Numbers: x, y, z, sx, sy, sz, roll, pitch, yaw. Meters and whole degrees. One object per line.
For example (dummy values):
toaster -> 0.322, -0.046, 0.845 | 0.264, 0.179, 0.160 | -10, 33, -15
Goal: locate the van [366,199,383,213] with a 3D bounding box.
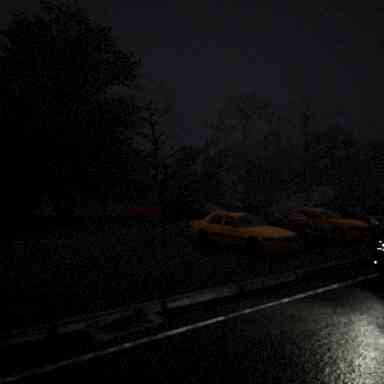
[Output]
van -> 28.180, 2.052, 48.536 | 1.878, 1.987, 4.442 | 2, -1, -35

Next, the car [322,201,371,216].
car -> 19.343, 2.009, 41.873 | 1.946, 1.575, 5.366 | 1, -1, -35

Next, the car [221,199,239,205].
car -> 1.296, 1.600, 29.018 | 1.946, 1.575, 5.366 | 1, -1, -35

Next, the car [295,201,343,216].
car -> 14.726, 1.910, 38.804 | 2.231, 1.521, 4.892 | 1, -1, -35

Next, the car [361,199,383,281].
car -> 6.988, 1.270, 8.666 | 5.566, 2.045, 2.150 | 1, 0, -35

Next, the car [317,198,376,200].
car -> 10.879, 1.398, 19.978 | 2.435, 2.045, 5.566 | 1, -1, -35

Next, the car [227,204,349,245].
car -> 4.080, 1.522, 15.177 | 2.231, 1.521, 4.892 | 1, 0, -35

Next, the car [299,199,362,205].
car -> 8.586, 1.475, 18.418 | 2.185, 1.767, 4.553 | 1, -1, -35

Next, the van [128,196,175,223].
van -> -3.487, 1.296, 25.983 | 1.878, 1.987, 4.442 | 1, 0, -35

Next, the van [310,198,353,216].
van -> 16.914, 1.735, 40.513 | 1.878, 1.987, 4.442 | 1, -1, -35

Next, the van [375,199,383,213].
van -> 30.333, 2.144, 50.070 | 1.878, 1.987, 4.442 | 2, -1, -35

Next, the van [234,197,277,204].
van -> 5.634, 1.478, 32.479 | 1.878, 1.987, 4.442 | 1, -1, -35

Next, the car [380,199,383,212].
car -> 32.673, 2.214, 51.559 | 2.435, 2.045, 5.566 | 2, -1, -35

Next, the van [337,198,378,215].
van -> 21.561, 1.837, 43.536 | 1.878, 1.987, 4.442 | 1, -1, -35

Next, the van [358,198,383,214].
van -> 25.952, 1.952, 46.663 | 1.878, 1.987, 4.442 | 2, -1, -35

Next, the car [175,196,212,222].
car -> -1.079, 1.307, 27.588 | 2.435, 2.045, 5.566 | 1, 0, -35

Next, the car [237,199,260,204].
car -> 3.446, 1.654, 30.769 | 2.231, 1.521, 4.892 | 1, -1, -35

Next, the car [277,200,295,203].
car -> 7.974, 1.630, 33.964 | 2.185, 1.767, 4.553 | 1, -1, -35

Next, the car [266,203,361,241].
car -> 6.337, 1.557, 16.786 | 2.097, 1.535, 5.008 | 1, -1, -35

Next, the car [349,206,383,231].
car -> 13.103, 1.730, 21.633 | 2.163, 1.488, 4.792 | 1, -1, -35

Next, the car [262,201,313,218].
car -> 10.112, 1.804, 35.518 | 2.097, 1.535, 5.008 | 1, -1, -35

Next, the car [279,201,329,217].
car -> 12.470, 1.858, 37.198 | 2.097, 1.535, 5.008 | 1, -1, -35

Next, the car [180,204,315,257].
car -> 1.935, 1.491, 13.415 | 1.946, 1.575, 5.366 | 1, 0, -35

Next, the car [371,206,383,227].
car -> 15.379, 1.792, 23.221 | 2.002, 1.452, 4.674 | 1, -1, -35

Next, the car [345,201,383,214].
car -> 23.743, 2.114, 45.240 | 2.097, 1.535, 5.008 | 1, -1, -35
